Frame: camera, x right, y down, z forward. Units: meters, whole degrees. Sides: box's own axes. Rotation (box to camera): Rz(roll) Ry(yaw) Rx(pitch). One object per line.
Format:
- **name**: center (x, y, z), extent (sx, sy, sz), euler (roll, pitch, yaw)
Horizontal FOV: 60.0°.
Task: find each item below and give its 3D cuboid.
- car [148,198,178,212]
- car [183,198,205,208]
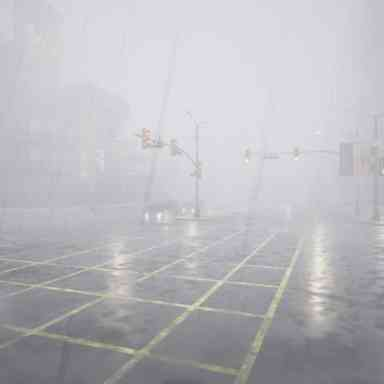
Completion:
- **car**: center (-3.343, 1.476, 39.023), extent (1.882, 1.535, 5.008), euler (0, 0, 23)
- **car**: center (0.322, 1.598, 48.558), extent (1.895, 1.301, 4.718), euler (0, 0, 21)
